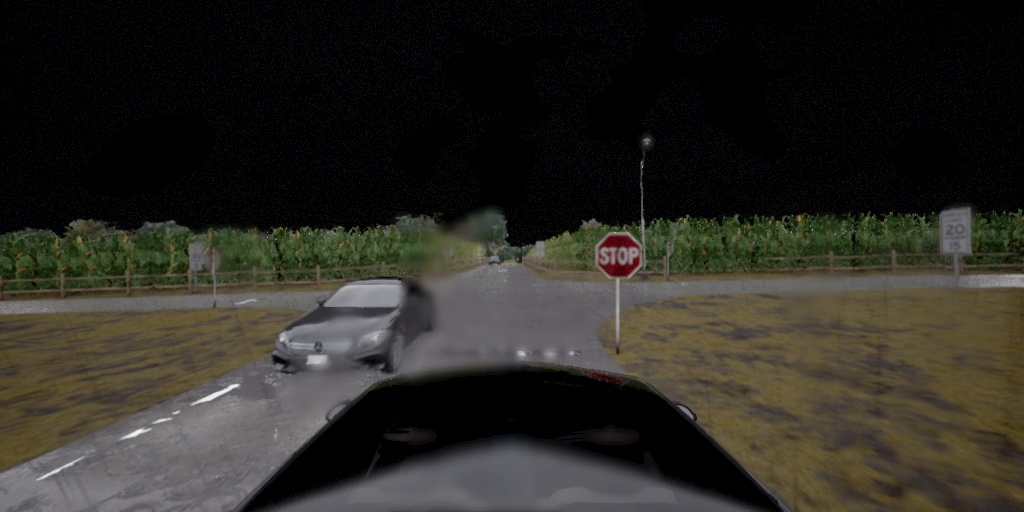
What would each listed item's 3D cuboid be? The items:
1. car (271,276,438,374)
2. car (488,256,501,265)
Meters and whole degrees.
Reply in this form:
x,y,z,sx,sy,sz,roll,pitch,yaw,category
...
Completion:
x,y,z,sx,sy,sz,roll,pitch,yaw,category
-2.755,1.179,7.416,1.812,1.442,4.674,0,1,0,car
-2.795,0.737,58.109,1.837,1.490,4.892,0,0,0,car
